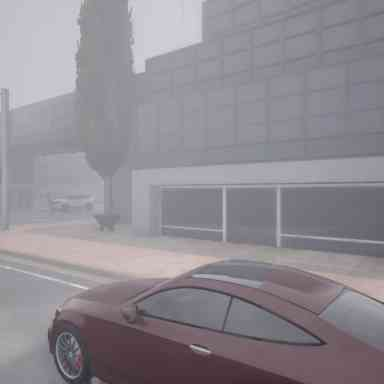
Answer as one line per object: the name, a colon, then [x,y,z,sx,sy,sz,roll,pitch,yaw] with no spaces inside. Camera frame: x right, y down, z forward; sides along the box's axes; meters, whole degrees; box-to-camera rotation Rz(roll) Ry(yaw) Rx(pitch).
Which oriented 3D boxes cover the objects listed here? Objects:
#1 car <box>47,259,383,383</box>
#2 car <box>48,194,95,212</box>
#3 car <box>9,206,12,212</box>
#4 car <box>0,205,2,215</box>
car: [0.344,1.526,3.721,4.674,1.442,1.812,0,0,35]
car: [-14.260,1.221,39.857,2.150,2.045,5.566,0,0,36]
car: [-20.023,1.601,31.806,1.895,1.301,4.718,0,0,36]
car: [-7.624,1.221,9.356,5.566,2.045,2.150,0,0,38]
